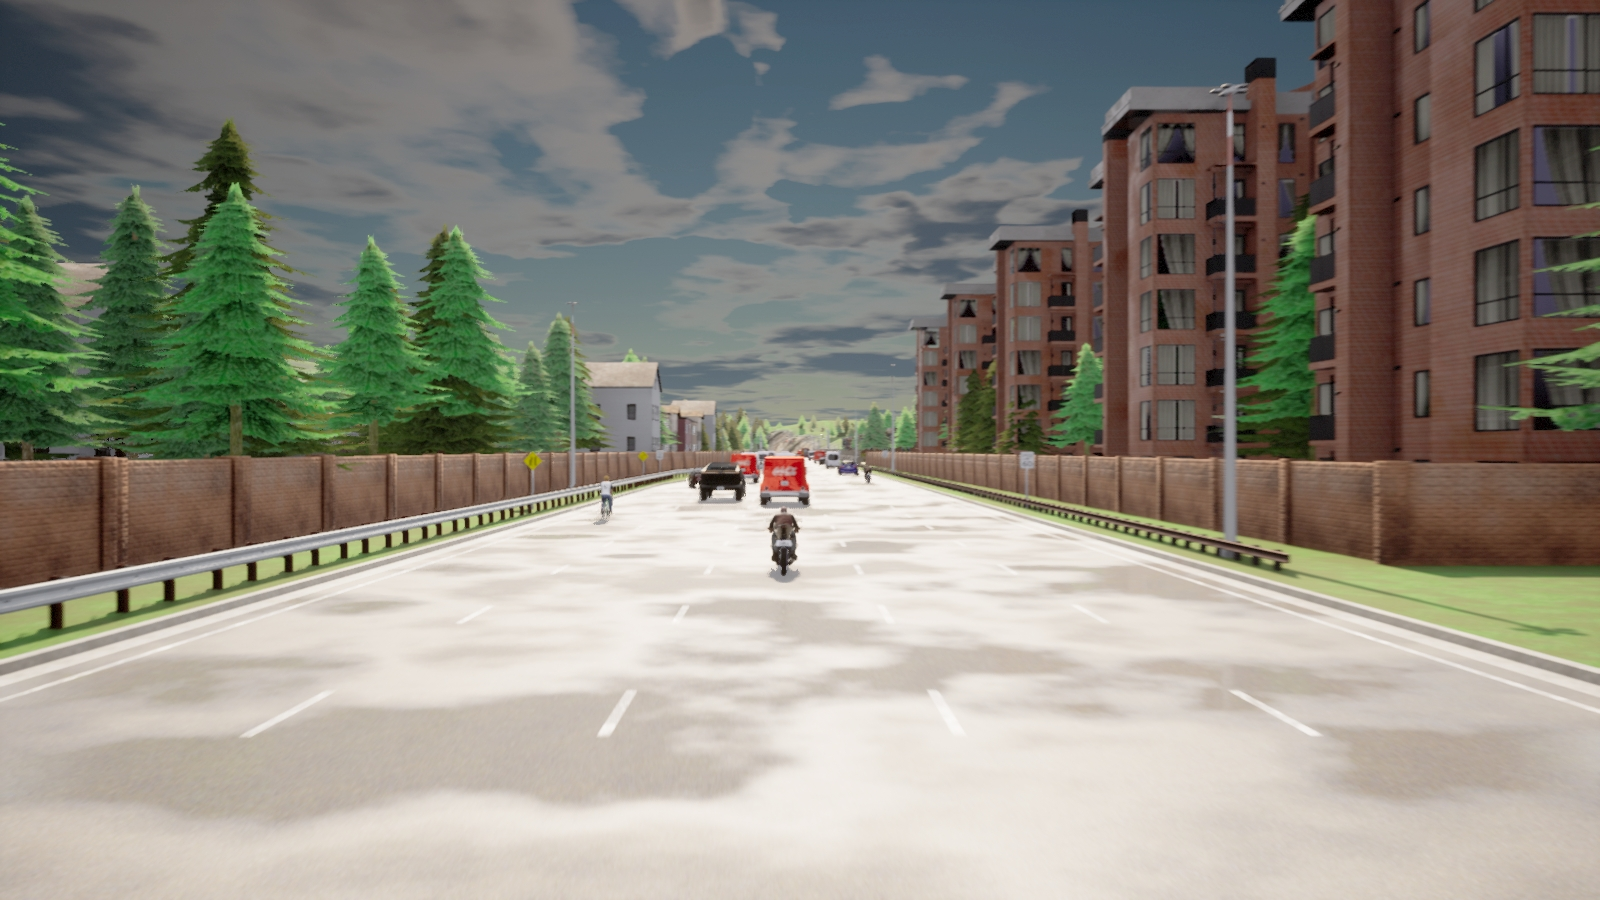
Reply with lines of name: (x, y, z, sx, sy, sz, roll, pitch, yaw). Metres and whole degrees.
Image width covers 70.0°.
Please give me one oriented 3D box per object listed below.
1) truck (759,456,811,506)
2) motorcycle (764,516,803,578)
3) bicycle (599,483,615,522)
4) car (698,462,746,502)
truck: (-0.798, 1.568, 60.140, 2.627, 2.467, 5.204, 0, 0, -1)
motorcycle: (-0.370, 2.205, 26.436, 0.867, 1.251, 2.209, 0, 0, -1)
bicycle: (-7.609, 2.058, 45.050, 0.373, 1.496, 1.643, 0, 0, -1)
car: (-4.362, 1.754, 65.213, 2.390, 2.098, 6.274, 0, 0, -1)
